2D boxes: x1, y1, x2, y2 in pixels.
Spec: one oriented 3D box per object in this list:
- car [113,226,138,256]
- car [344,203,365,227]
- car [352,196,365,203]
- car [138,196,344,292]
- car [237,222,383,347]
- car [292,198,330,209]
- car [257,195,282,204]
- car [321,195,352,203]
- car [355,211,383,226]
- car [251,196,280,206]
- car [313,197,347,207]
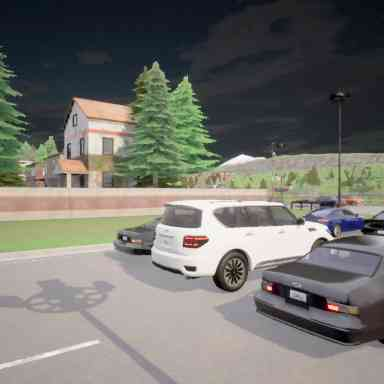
[{"bbox_3d":[-0.133,1.547,12.243,5.357,1.411,2.033,0,0,-36],"label":"car"},{"bbox_3d":[7.671,1.526,17.804,4.674,1.442,1.812,0,0,-35],"label":"car"},{"bbox_3d":[24.930,1.354,52.922,2.097,1.767,4.553,0,0,-36],"label":"car"},{"bbox_3d":[1.587,1.221,9.178,5.566,2.045,2.150,0,0,-36],"label":"car"},{"bbox_3d":[3.566,1.547,6.289,5.357,1.411,2.033,0,0,-36],"label":"car"},{"bbox_3d":[16.550,1.601,46.583,1.895,1.301,4.718,0,0,-36],"label":"car"},{"bbox_3d":[15.390,1.477,66.242,1.882,1.535,5.008,0,0,-35],"label":"car"},{"bbox_3d":[19.926,1.352,47.889,2.097,1.767,4.553,0,0,-36],"label":"car"},{"bbox_3d":[9.678,1.478,14.937,5.008,1.535,1.882,0,0,-35],"label":"car"},{"bbox_3d":[12.743,1.478,57.844,1.882,1.535,5.008,0,1,-36],"label":"car"},{"bbox_3d":[21.419,1.526,51.828,1.812,1.442,4.674,0,0,-36],"label":"car"}]
